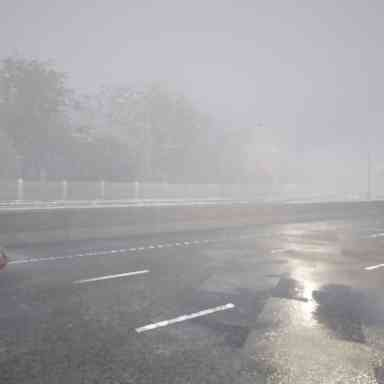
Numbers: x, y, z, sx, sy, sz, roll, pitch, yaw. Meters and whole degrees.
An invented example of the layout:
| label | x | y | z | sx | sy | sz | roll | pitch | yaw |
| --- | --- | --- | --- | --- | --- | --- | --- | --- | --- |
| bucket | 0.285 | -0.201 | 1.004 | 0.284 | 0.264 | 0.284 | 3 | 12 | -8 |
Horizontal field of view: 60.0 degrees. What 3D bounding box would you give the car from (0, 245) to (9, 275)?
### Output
| label | x | y | z | sx | sy | sz | roll | pitch | yaw |
| --- | --- | --- | --- | --- | --- | --- | --- | --- | --- |
| car | -6.794 | 1.527 | 7.503 | 4.674 | 1.442 | 1.812 | 0 | 0 | -35 |
